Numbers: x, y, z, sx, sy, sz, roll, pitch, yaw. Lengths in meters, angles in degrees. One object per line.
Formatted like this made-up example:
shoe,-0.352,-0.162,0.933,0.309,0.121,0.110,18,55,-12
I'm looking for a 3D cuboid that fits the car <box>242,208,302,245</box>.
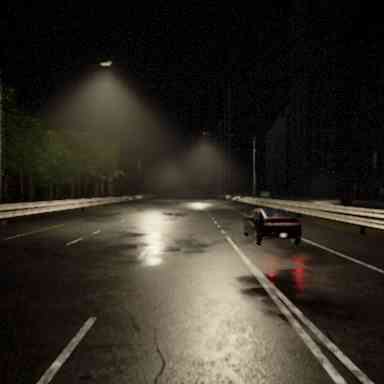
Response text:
car,3.543,1.472,15.398,2.128,1.511,4.902,0,0,-1
